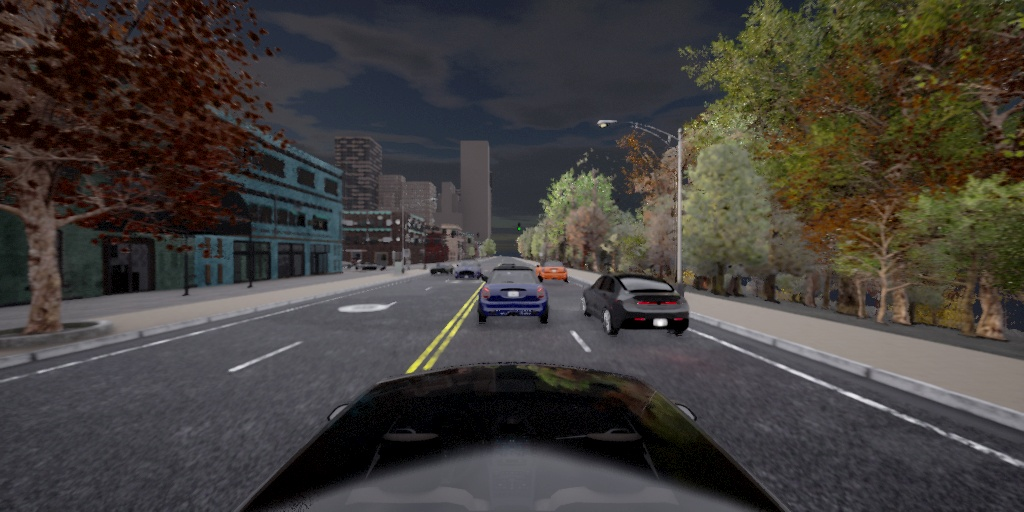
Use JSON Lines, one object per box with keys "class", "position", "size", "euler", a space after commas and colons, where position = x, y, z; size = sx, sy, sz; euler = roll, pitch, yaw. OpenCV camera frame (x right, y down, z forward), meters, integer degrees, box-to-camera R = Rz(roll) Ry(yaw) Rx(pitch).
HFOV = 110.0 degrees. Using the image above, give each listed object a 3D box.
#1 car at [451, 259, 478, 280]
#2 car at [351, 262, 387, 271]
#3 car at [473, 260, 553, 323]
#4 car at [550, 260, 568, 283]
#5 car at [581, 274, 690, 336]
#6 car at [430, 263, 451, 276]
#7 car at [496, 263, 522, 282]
{"class": "car", "position": [-3.723, 1.099, 31.291], "size": [2.097, 1.767, 4.553], "euler": [0, 0, -1]}
{"class": "car", "position": [-20.686, 1.567, 52.608], "size": [4.313, 1.339, 1.948], "euler": [0, 0, -1]}
{"class": "car", "position": [0.008, 1.101, 12.313], "size": [2.097, 1.767, 4.553], "euler": [0, 0, -1]}
{"class": "car", "position": [3.017, 1.098, 28.067], "size": [2.097, 1.767, 4.553], "euler": [0, 0, -1]}
{"class": "car", "position": [3.284, 1.251, 10.423], "size": [1.837, 1.490, 4.892], "euler": [0, 0, -1]}
{"class": "car", "position": [-7.042, 1.349, 36.552], "size": [1.895, 1.301, 4.718], "euler": [0, 0, -1]}
{"class": "car", "position": [-0.254, 1.311, 29.424], "size": [1.994, 1.385, 4.181], "euler": [0, 0, -1]}
